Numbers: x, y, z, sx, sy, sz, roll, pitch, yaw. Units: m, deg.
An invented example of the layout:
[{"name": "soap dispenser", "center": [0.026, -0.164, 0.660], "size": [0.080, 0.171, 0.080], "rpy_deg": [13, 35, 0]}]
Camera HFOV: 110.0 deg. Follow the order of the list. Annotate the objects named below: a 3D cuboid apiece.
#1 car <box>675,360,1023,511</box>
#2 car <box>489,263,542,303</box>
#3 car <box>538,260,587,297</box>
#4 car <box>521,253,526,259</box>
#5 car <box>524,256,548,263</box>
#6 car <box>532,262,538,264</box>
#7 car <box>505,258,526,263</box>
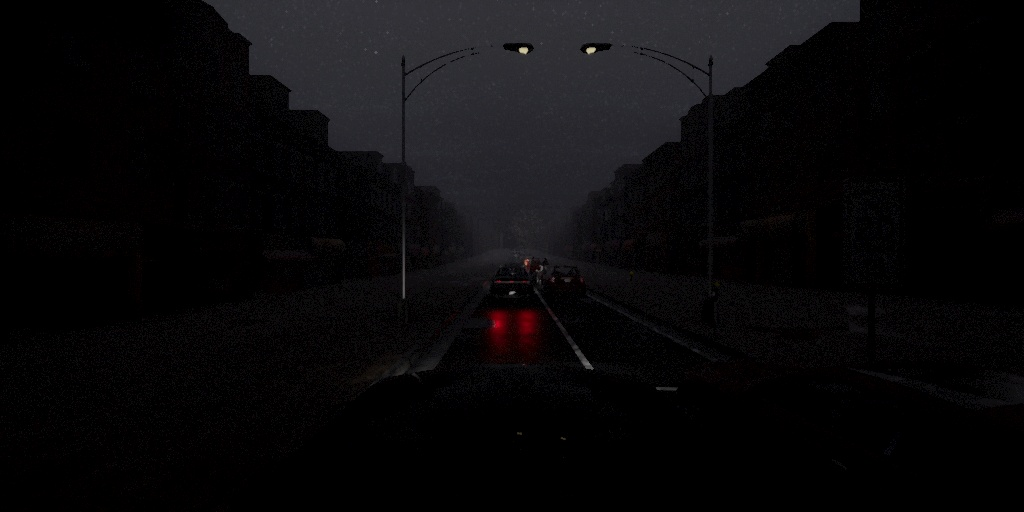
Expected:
[{"name": "car", "center": [2.637, 1.330, 2.269], "size": [1.802, 1.307, 4.207], "rpy_deg": [0, 0, 0]}, {"name": "car", "center": [0.000, 1.243, 16.500], "size": [2.128, 1.511, 4.902], "rpy_deg": [0, 0, 0]}, {"name": "car", "center": [2.637, 1.185, 18.931], "size": [1.967, 1.591, 4.097], "rpy_deg": [0, 0, 0]}, {"name": "car", "center": [2.988, 0.837, 56.868], "size": [2.097, 1.767, 4.553], "rpy_deg": [0, 1, 0]}, {"name": "car", "center": [2.638, 1.003, 35.606], "size": [2.192, 1.841, 5.009], "rpy_deg": [0, 0, 0]}, {"name": "car", "center": [2.638, 1.287, 24.489], "size": [2.007, 1.370, 4.403], "rpy_deg": [0, 0, 0]}, {"name": "car", "center": [0.000, 1.228, 31.497], "size": [1.837, 1.490, 4.892], "rpy_deg": [0, 0, 0]}]
